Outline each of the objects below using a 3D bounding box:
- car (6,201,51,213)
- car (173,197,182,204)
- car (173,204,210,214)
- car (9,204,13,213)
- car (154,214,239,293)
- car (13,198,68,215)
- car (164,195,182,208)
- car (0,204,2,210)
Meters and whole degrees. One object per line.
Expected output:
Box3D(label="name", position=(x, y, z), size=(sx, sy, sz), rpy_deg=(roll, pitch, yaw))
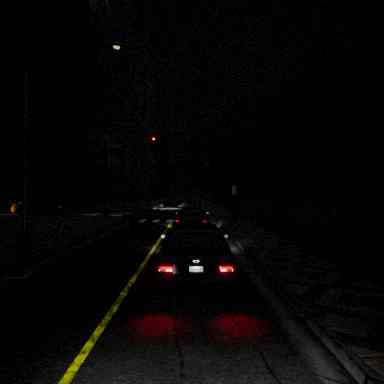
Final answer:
Box3D(label="car", position=(-19.072, 1.735, 38.997), size=(4.313, 1.339, 1.947), rpy_deg=(0, -1, 0))
Box3D(label="car", position=(-3.116, 1.708, 71.169), size=(1.812, 1.442, 4.674), rpy_deg=(0, 0, 0))
Box3D(label="car", position=(0.002, 1.577, 18.298), size=(1.994, 1.385, 4.181), rpy_deg=(0, 0, 1))
Box3D(label="car", position=(-15.243, 1.489, 33.150), size=(5.008, 1.535, 1.882), rpy_deg=(0, -2, 0))
Box3D(label="car", position=(0.073, 1.552, 8.993), size=(2.033, 1.411, 5.357), rpy_deg=(0, 0, 0))
Box3D(label="car", position=(-13.593, 1.380, 30.495), size=(4.097, 1.590, 1.967), rpy_deg=(0, -2, -1))
Box3D(label="car", position=(-3.139, 1.646, 51.422), size=(2.033, 1.411, 5.357), rpy_deg=(0, 0, 3))
Box3D(label="car", position=(-24.559, 1.754, 38.980), size=(4.206, 1.307, 1.802), rpy_deg=(0, -1, 0))
